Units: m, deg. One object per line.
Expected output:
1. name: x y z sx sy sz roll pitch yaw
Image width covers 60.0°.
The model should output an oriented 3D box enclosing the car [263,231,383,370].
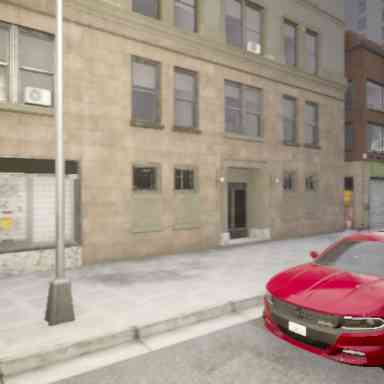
1. car: 3.349 1.471 5.759 5.008 1.535 1.882 0 0 -37
